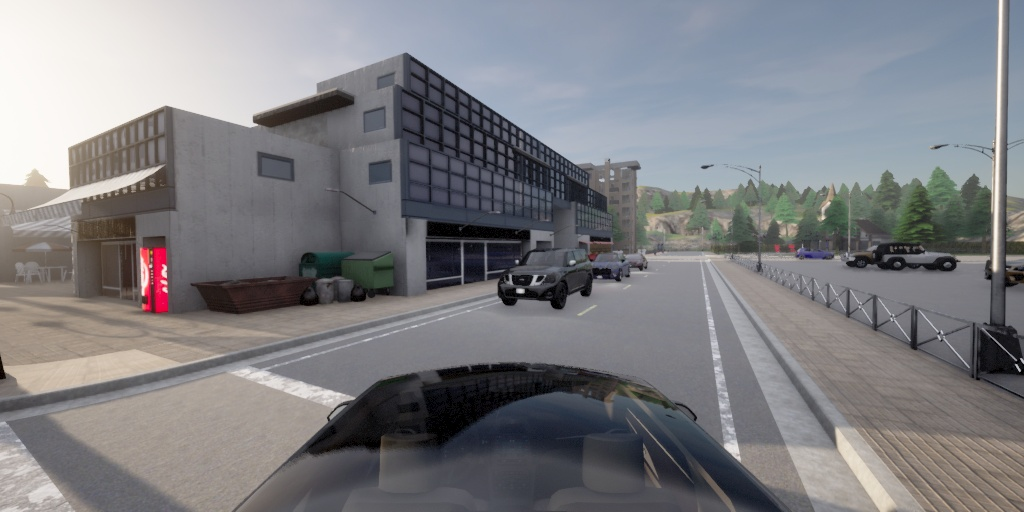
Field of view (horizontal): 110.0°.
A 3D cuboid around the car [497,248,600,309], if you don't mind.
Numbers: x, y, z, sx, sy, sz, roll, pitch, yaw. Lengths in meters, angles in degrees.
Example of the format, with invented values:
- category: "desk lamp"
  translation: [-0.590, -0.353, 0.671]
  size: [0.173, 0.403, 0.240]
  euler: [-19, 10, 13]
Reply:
- category: "car"
  translation: [1.542, 0.700, 13.921]
  size: [2.150, 2.045, 5.566]
  euler: [0, 1, 27]

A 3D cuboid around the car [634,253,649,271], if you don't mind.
- category: "car"
  translation: [10.816, 0.481, 31.719]
  size: [1.812, 1.442, 4.674]
  euler: [0, 1, 28]

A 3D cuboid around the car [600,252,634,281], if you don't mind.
- category: "car"
  translation: [6.085, 0.574, 22.646]
  size: [2.097, 1.767, 4.553]
  euler: [0, 1, 27]
